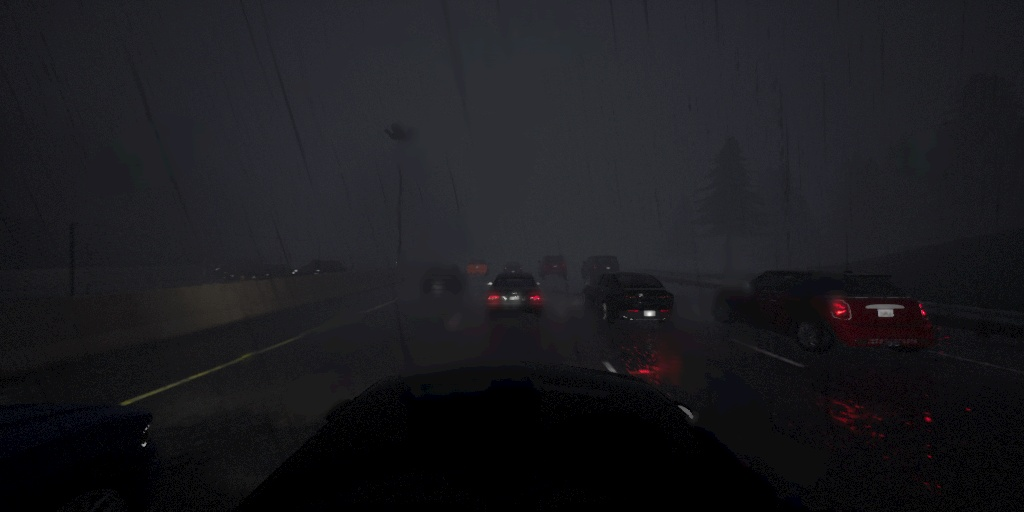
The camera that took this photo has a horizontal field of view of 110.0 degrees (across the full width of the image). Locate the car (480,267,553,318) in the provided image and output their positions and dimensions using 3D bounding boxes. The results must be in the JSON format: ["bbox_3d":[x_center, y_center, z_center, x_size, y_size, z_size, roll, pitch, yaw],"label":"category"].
[{"bbox_3d":[0.107,1.301,13.020,2.033,1.411,5.357,0,0,0],"label":"car"}]

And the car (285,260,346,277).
[{"bbox_3d":[-14.083,1.110,26.413,2.097,1.767,4.553,0,0,0],"label":"car"}]

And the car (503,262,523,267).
[{"bbox_3d":[0.112,1.286,36.011,1.812,1.442,4.674,0,0,0],"label":"car"}]

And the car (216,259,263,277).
[{"bbox_3d":[-24.574,1.113,32.893,2.097,1.767,4.553,0,0,0],"label":"car"}]

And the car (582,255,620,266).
[{"bbox_3d":[7.116,0.979,29.169,2.150,2.045,5.566,0,0,0],"label":"car"}]

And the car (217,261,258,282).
[{"bbox_3d":[-21.080,1.323,29.133,1.994,1.385,4.181,0,0,0],"label":"car"}]

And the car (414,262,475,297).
[{"bbox_3d":[-3.392,1.247,18.829,2.128,1.511,4.902,0,0,0],"label":"car"}]

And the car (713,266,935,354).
[{"bbox_3d":[7.106,1.104,8.949,2.097,1.767,4.553,0,0,0],"label":"car"}]

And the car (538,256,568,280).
[{"bbox_3d":[3.618,0.980,31.994,2.150,2.045,5.566,0,0,0],"label":"car"}]

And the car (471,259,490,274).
[{"bbox_3d":[-3.380,1.113,37.097,2.097,1.767,4.553,0,0,0],"label":"car"}]

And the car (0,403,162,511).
[{"bbox_3d":[-3.400,1.227,0.425,1.882,1.535,5.008,0,0,0],"label":"car"}]

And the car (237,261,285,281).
[{"bbox_3d":[-17.582,1.322,26.544,1.994,1.385,4.181,0,0,0],"label":"car"}]

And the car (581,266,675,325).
[{"bbox_3d":[3.606,1.258,11.816,1.837,1.490,4.892,0,0,0],"label":"car"}]
